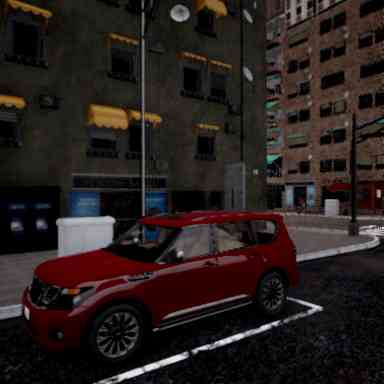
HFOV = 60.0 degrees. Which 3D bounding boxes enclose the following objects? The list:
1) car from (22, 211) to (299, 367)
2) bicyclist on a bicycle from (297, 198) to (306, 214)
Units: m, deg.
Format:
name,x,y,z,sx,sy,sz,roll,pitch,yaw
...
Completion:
name,x,y,z,sx,sy,sz,roll,pitch,yaw
car,-0.184,1.313,5.969,5.009,1.841,2.192,0,0,-35
bicyclist on a bicycle,11.812,1.522,35.912,1.656,1.620,0.582,0,0,-36
